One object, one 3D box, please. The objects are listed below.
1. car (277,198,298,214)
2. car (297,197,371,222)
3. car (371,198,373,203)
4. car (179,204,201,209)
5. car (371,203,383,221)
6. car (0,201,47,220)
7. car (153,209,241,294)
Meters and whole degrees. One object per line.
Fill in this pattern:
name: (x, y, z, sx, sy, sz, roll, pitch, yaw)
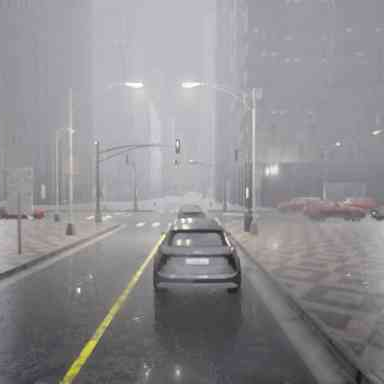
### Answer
car: (12.139, 1.509, 37.200, 5.009, 1.841, 2.192, 0, 0, 0)
car: (12.147, 1.605, 28.675, 5.009, 1.841, 2.192, 0, 0, 0)
car: (17.783, 1.537, 37.212, 5.009, 1.841, 2.192, 0, 0, 0)
car: (-0.152, 1.628, 23.381, 1.837, 1.490, 4.892, 0, 0, -3)
car: (17.790, 1.884, 28.689, 4.313, 1.339, 1.947, 0, 0, 0)
car: (-14.894, 1.708, 28.620, 4.507, 1.381, 1.887, 0, 0, 0)
car: (0.117, 1.473, 8.930, 2.033, 1.649, 4.856, 0, 0, 0)
